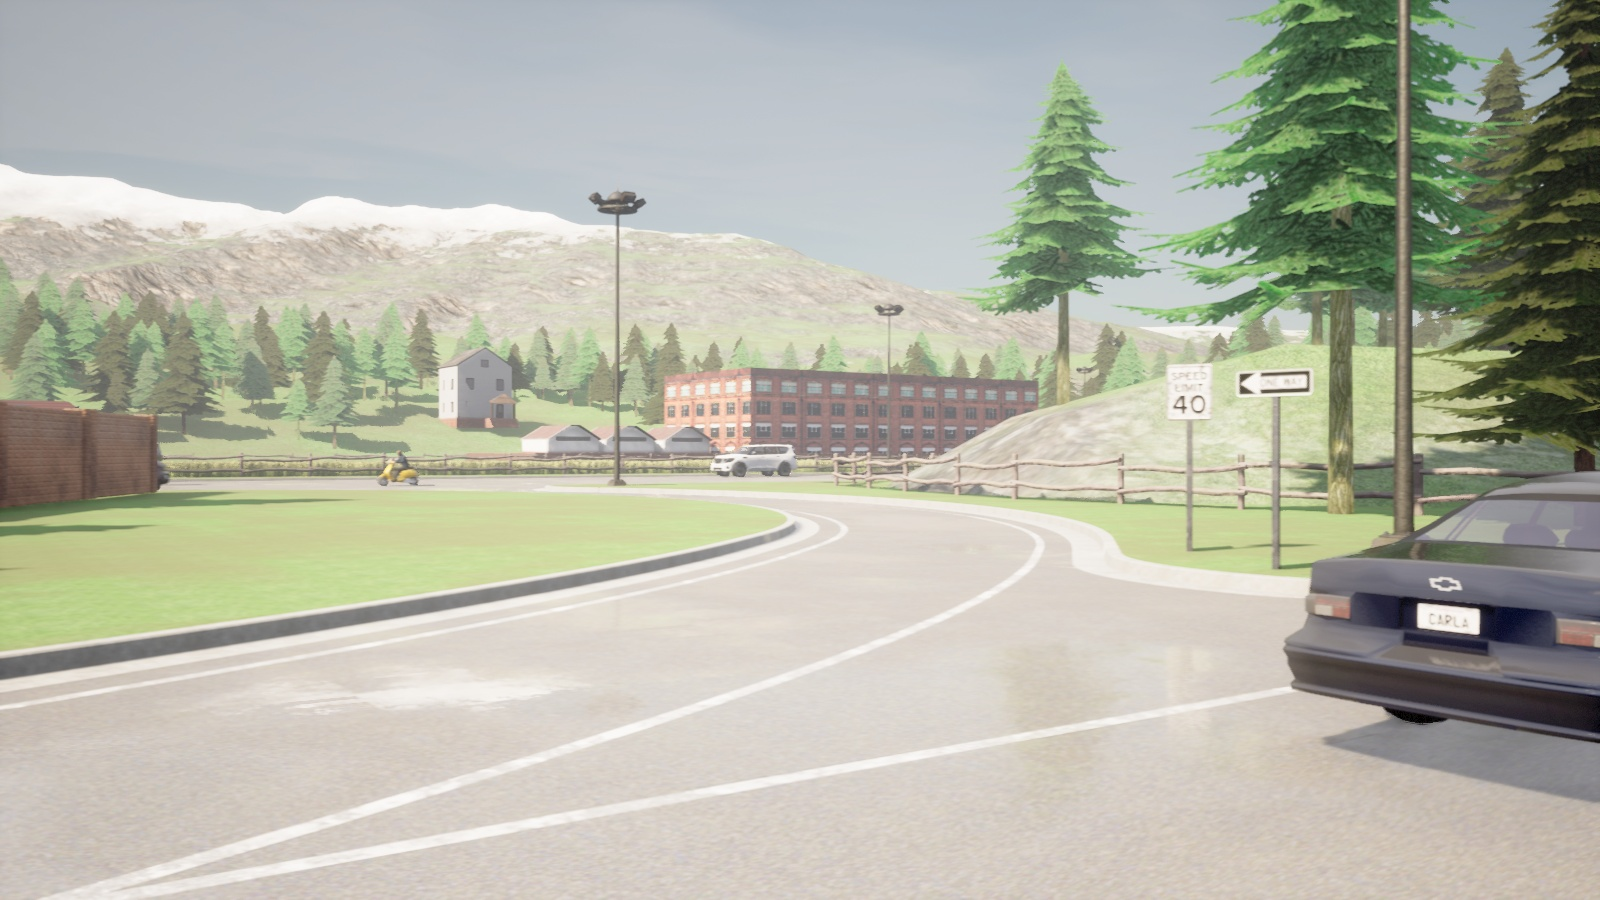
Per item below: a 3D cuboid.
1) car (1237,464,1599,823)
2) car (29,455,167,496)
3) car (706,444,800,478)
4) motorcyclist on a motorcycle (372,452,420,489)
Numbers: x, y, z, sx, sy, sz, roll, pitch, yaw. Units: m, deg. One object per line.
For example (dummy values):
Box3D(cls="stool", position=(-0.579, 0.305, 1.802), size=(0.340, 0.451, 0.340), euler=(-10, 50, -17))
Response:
Box3D(cls="car", position=(5.033, 0.799, 7.162), size=(5.357, 1.411, 2.033), euler=(0, 0, -35))
Box3D(cls="car", position=(-26.104, 0.928, 46.851), size=(4.193, 1.474, 1.816), euler=(0, 0, -16))
Box3D(cls="car", position=(-2.890, 0.661, 77.883), size=(5.566, 2.045, 2.150), euler=(0, 0, -35))
Box3D(cls="motorcyclist on a motorcycle", position=(-17.643, 0.870, 54.901), size=(1.817, 1.590, 0.866), euler=(0, 0, -35))
